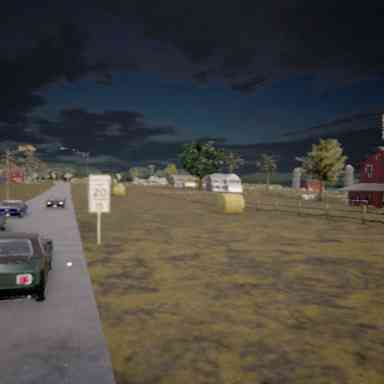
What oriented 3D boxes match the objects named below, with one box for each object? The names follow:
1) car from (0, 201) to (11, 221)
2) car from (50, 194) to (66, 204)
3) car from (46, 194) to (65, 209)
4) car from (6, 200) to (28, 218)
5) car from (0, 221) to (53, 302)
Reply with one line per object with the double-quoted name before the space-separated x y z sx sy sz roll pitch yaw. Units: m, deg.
"car" -10.788 1.432 16.991 1.812 1.442 4.674 1 0 -20
"car" -18.677 0.932 46.403 1.895 1.301 4.718 1 1 -20
"car" -15.153 1.148 37.078 1.895 1.301 4.718 1 1 -20
"car" -14.287 1.334 26.423 1.895 1.301 4.718 1 1 -20
"car" -4.379 1.603 7.921 1.895 1.301 4.718 1 0 -20
